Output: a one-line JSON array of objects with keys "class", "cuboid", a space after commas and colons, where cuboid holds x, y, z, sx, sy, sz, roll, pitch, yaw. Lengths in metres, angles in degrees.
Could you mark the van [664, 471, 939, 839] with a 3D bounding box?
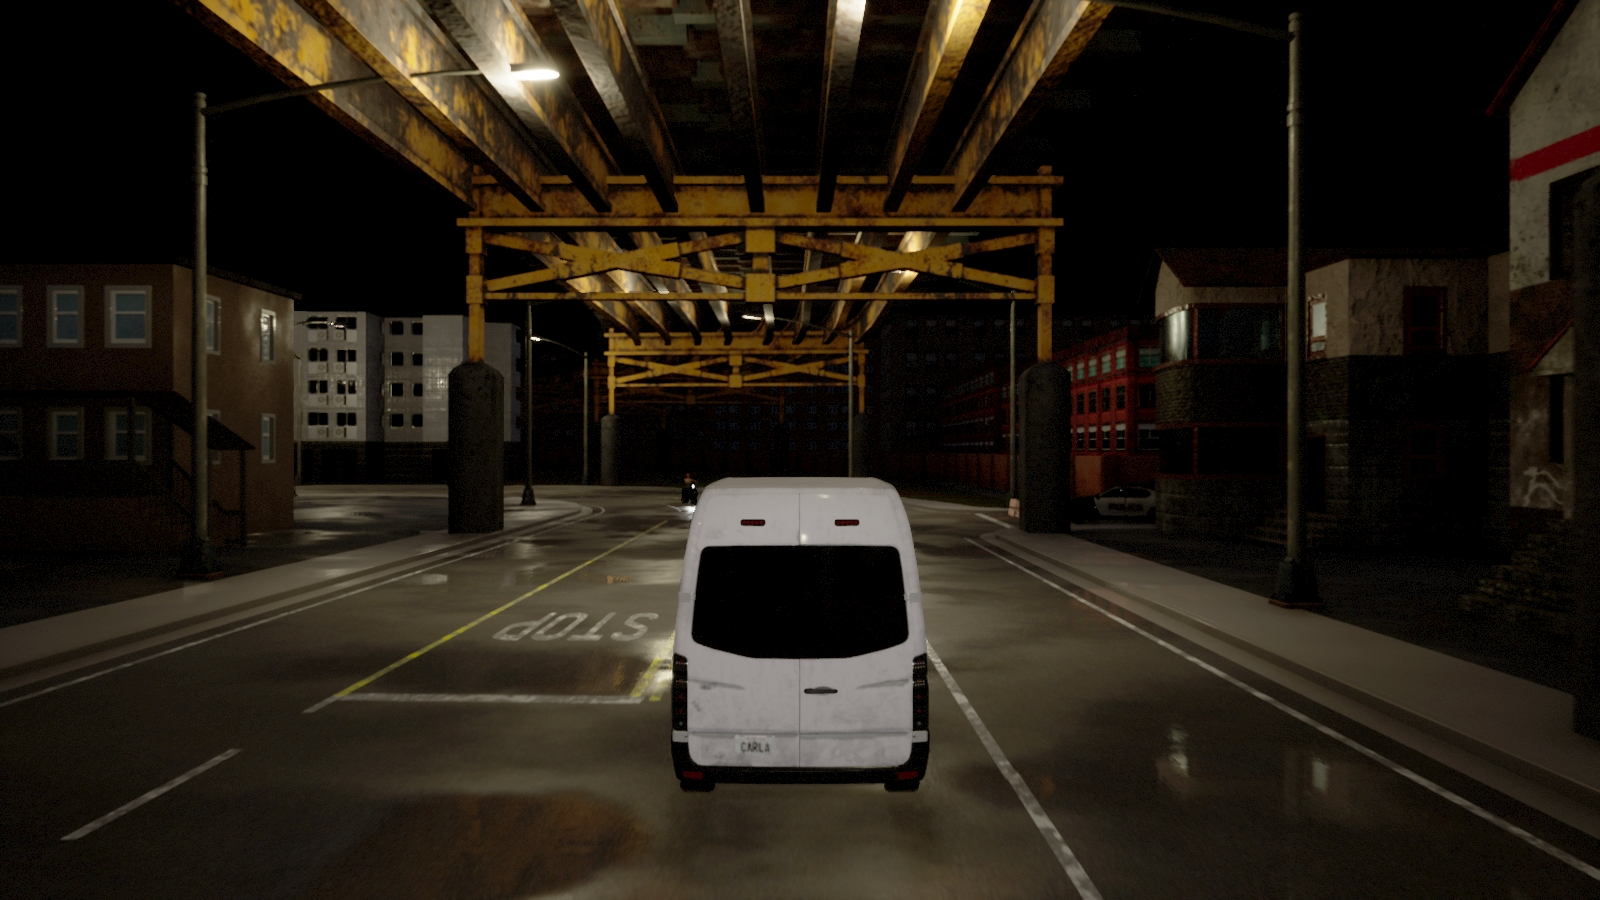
[{"class": "van", "cuboid": [0.011, 1.536, 11.237, 1.988, 2.561, 5.915, 0, 0, 0]}]
